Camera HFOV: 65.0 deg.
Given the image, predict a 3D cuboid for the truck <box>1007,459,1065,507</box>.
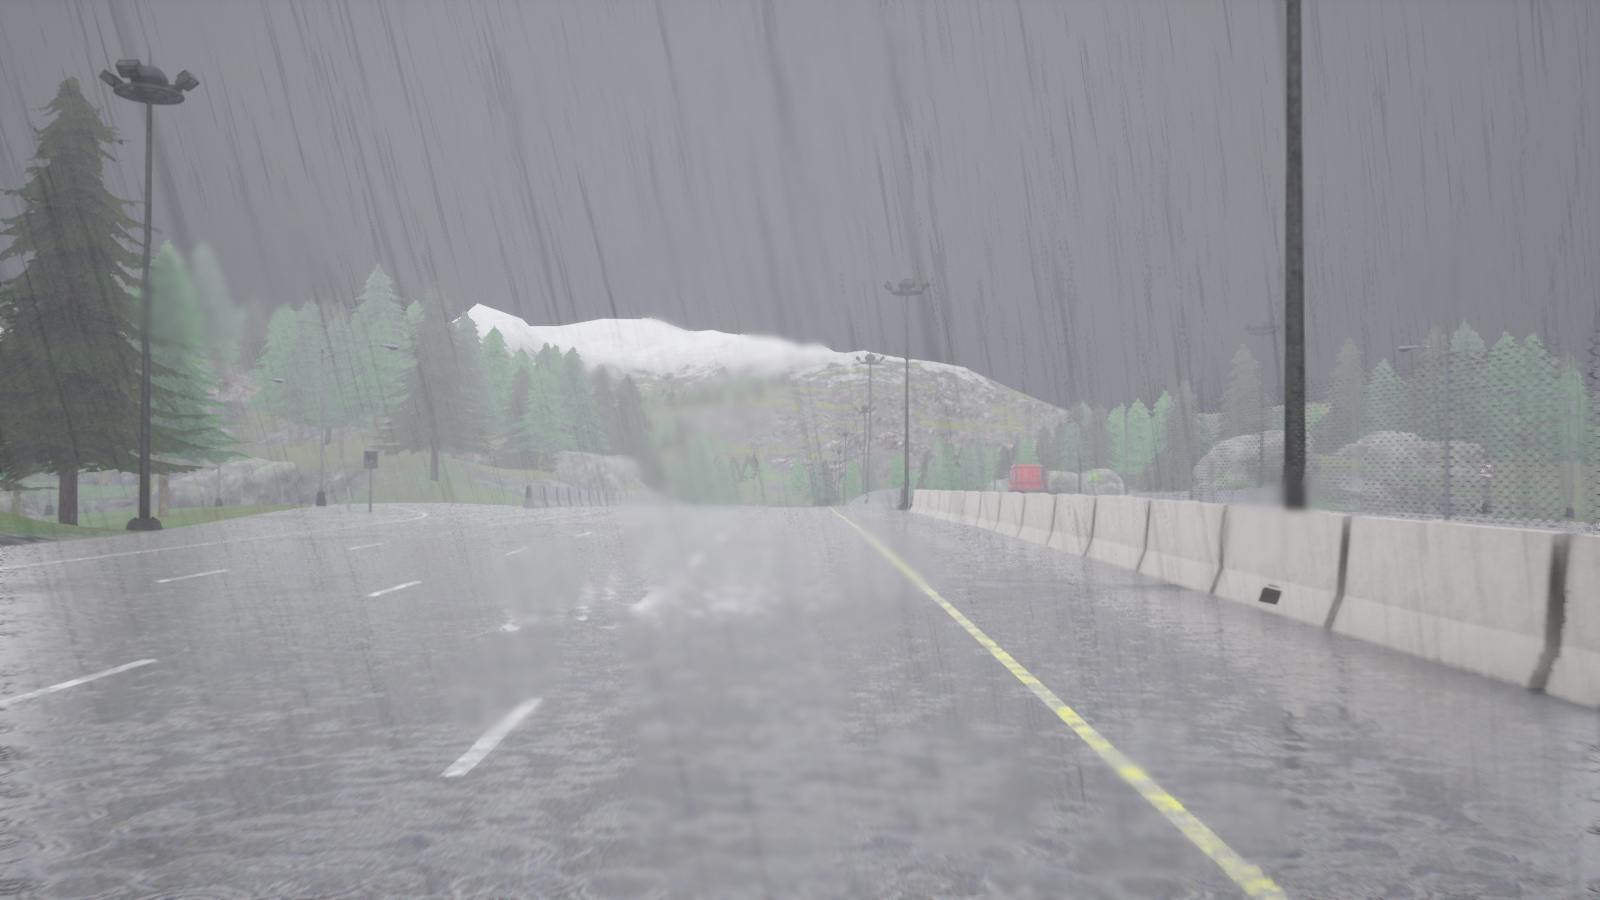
[{"bbox_3d":[17.789,2.545,95.199,2.891,3.462,7.936,0,-3,1],"label":"truck"}]
